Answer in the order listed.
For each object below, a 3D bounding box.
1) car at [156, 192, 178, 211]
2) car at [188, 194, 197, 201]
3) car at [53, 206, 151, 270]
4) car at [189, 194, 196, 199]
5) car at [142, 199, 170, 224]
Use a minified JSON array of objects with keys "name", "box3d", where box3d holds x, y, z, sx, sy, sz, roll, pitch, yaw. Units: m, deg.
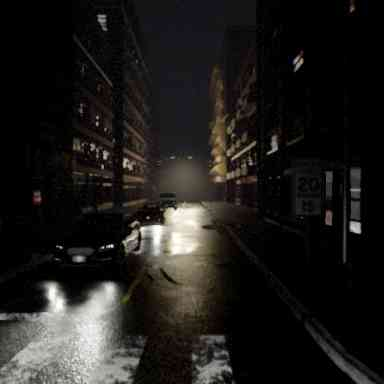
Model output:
[{"name":"car","box3d":[-2.831,1.047,38.293,2.150,2.045,5.566,0,0,-4]},{"name":"car","box3d":[0.062,1.261,76.881,1.994,1.385,4.181,0,0,0]},{"name":"car","box3d":[-2.855,1.435,10.947,2.128,1.511,4.902,0,0,1]},{"name":"car","box3d":[0.070,1.166,86.904,1.812,1.442,4.674,0,0,0]},{"name":"car","box3d":[-2.831,1.451,23.262,1.994,1.385,4.181,0,0,-1]}]
